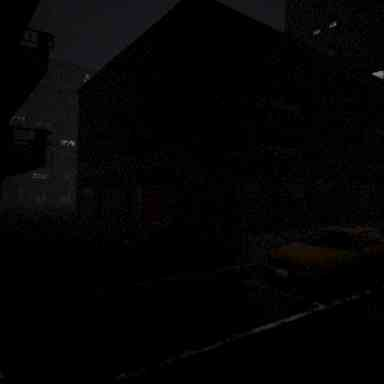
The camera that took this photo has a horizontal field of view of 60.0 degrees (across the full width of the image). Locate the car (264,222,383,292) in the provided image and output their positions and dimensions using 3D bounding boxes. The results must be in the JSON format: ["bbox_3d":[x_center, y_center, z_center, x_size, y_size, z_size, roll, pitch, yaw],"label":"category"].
[{"bbox_3d":[4.009,1.518,8.934,4.829,1.417,1.752,0,2,-35],"label":"car"}]
